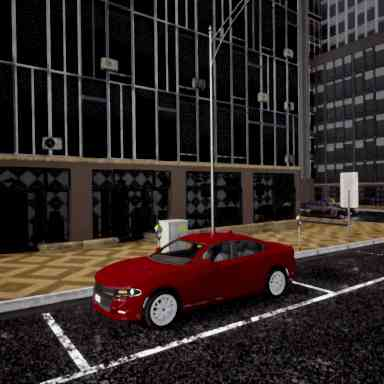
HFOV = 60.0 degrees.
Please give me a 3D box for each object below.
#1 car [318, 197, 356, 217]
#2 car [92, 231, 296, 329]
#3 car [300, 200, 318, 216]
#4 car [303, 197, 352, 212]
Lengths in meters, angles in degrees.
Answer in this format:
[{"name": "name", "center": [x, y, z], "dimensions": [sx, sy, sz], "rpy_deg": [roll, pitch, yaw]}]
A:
[{"name": "car", "center": [12.093, 1.421, 30.646], "dimensions": [2.033, 1.411, 5.357], "rpy_deg": [-1, 1, -35]}, {"name": "car", "center": [0.246, 1.543, 6.900], "dimensions": [4.507, 1.381, 1.887], "rpy_deg": [0, -1, -35]}, {"name": "car", "center": [8.904, 1.450, 30.775], "dimensions": [2.008, 1.369, 4.403], "rpy_deg": [-1, 1, -35]}, {"name": "car", "center": [14.898, 1.274, 36.726], "dimensions": [1.752, 1.417, 4.829], "rpy_deg": [-1, 1, -35]}]
